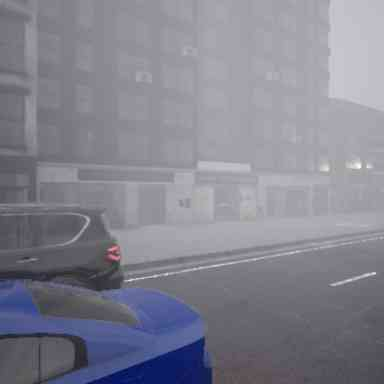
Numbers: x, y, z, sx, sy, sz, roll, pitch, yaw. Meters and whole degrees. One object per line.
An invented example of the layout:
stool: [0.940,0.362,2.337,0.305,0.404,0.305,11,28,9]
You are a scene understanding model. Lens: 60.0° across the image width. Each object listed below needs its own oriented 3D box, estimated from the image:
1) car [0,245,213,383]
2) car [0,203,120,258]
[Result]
car: [-2.151,1.479,2.150,5.008,1.535,1.882,0,0,-35]
car: [-3.784,1.222,4.978,5.566,2.045,2.150,0,0,-35]
